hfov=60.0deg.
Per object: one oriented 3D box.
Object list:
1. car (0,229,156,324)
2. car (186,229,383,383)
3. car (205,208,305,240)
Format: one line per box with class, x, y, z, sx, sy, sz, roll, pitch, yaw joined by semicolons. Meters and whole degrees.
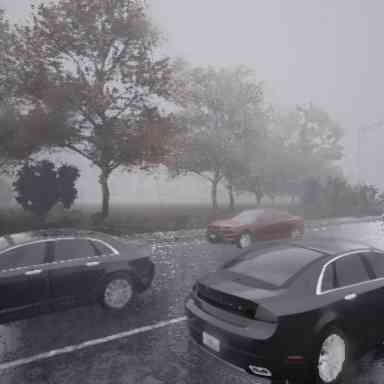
car;-3.027;1.505;6.133;4.892;1.490;1.837;0;0;-35
car;2.198;1.506;5.314;4.892;1.490;1.837;0;0;-36
car;2.860;1.480;14.632;5.008;1.535;1.882;0;0;-35
